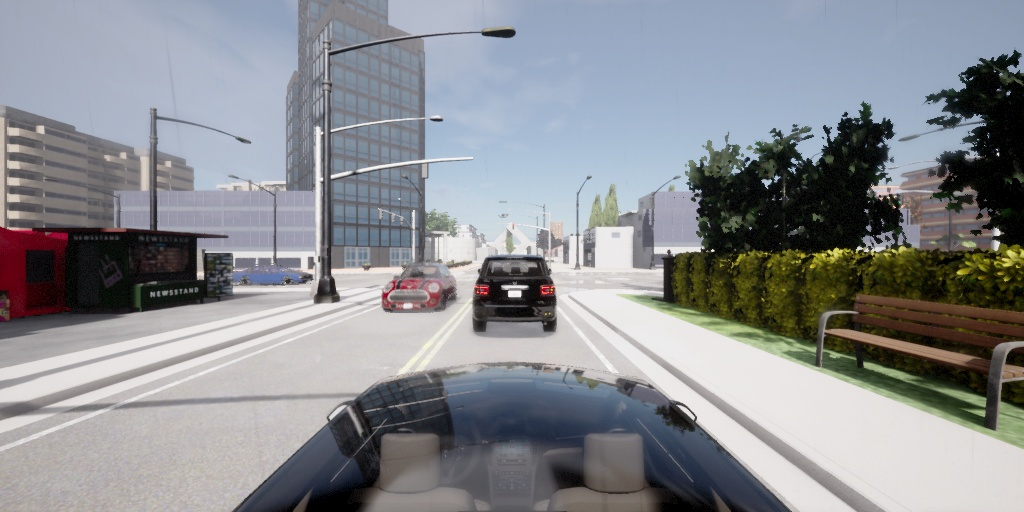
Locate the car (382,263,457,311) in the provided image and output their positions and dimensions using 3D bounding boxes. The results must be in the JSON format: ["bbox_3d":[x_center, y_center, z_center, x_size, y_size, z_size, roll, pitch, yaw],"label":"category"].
[{"bbox_3d":[-3.515,1.102,14.361,2.097,1.767,4.553,0,0,0],"label":"car"}]

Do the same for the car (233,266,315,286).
[{"bbox_3d":[-17.451,1.413,26.097,5.357,1.411,2.033,-1,0,0],"label":"car"}]

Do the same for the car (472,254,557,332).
[{"bbox_3d":[0.082,0.971,10.991,2.150,2.045,5.566,0,0,0],"label":"car"}]
